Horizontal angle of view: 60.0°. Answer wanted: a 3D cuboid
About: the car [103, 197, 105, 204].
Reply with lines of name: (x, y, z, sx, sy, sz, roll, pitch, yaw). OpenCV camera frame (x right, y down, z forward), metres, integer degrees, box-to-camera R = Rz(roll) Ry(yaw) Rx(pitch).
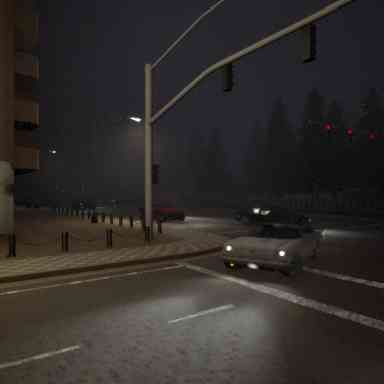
car: (-18.003, 1.656, 60.366, 1.895, 1.301, 4.718, 0, 0, -36)

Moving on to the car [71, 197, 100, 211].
car: (-13.778, 1.407, 42.201, 2.097, 1.767, 4.553, 0, 0, -36)

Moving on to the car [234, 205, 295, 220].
car: (5.130, 1.602, 21.899, 2.033, 1.411, 5.357, 0, 0, -36)

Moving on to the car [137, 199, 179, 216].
car: (-3.572, 1.546, 33.988, 2.128, 1.511, 4.902, 0, 0, -36)

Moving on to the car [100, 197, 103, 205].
car: (-15.904, 1.562, 51.227, 1.837, 1.490, 4.892, 0, 0, -35)

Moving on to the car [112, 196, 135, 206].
car: (-11.416, 1.408, 57.209, 2.097, 1.767, 4.553, 0, 0, -36)

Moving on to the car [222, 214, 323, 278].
car: (2.730, 1.600, 10.444, 1.895, 1.301, 4.718, 0, 0, 31)

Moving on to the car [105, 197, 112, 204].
car: (-16.676, 1.656, 64.486, 1.895, 1.301, 4.718, 0, 0, -36)

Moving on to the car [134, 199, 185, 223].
car: (-2.458, 1.533, 26.448, 1.882, 1.535, 5.008, 0, 0, -36)
